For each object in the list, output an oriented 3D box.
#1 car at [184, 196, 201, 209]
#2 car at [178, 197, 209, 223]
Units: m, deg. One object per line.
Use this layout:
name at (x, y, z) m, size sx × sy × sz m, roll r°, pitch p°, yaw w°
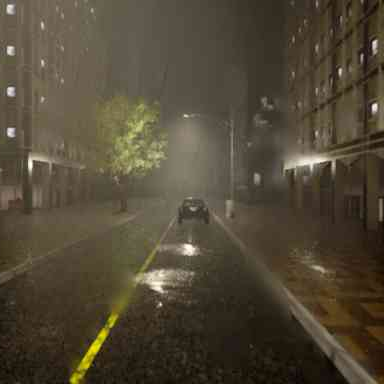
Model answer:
car at (0.080, 1.310, 41.759) m, size 2.033 × 1.411 × 5.357 m, roll 0°, pitch 0°, yaw 0°
car at (0.089, 1.205, 24.255) m, size 2.097 × 1.767 × 4.553 m, roll 0°, pitch 0°, yaw 0°
